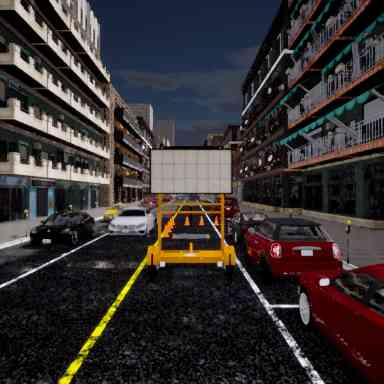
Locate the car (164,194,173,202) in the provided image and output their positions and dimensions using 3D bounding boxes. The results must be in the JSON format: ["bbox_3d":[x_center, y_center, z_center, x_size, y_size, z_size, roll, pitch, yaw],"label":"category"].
[{"bbox_3d":[-5.899,1.293,77.282,2.192,1.841,5.009,0,0,0],"label":"car"}]

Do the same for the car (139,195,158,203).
[{"bbox_3d":[-5.807,1.432,43.464,1.967,1.590,4.097,0,0,0],"label":"car"}]

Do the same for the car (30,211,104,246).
[{"bbox_3d":[-5.730,1.565,15.280,1.947,1.339,4.313,0,0,0],"label":"car"}]

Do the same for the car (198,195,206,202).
[{"bbox_3d":[2.480,1.503,77.471,1.752,1.417,4.829,0,0,0],"label":"car"}]

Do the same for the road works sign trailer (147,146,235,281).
[{"bbox_3d":[-0.025,0.464,9.789,2.380,3.560,2.880,0,0,0],"label":"road works sign trailer"}]

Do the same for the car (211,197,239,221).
[{"bbox_3d":[2.621,1.312,26.573,2.192,1.841,5.009,0,0,0],"label":"car"}]

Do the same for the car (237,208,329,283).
[{"bbox_3d":[2.667,1.440,9.664,1.967,1.590,4.097,0,0,0],"label":"car"}]

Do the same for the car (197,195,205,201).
[{"bbox_3d":[2.449,1.517,88.573,1.887,1.381,4.507,0,0,0],"label":"car"}]

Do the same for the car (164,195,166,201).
[{"bbox_3d":[-5.839,1.570,54.736,1.802,1.307,4.206,0,0,0],"label":"car"}]

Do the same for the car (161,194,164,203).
[{"bbox_3d":[-5.822,1.305,49.100,2.192,1.841,5.009,0,0,0],"label":"car"}]

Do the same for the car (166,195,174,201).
[{"bbox_3d":[-5.931,1.517,88.555,1.887,1.381,4.507,0,0,0],"label":"car"}]

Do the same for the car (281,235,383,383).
[{"bbox_3d":[2.682,1.545,4.028,1.887,1.381,4.507,0,0,0],"label":"car"}]

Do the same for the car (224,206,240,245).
[{"bbox_3d":[2.651,1.550,15.300,2.008,1.369,4.403,0,0,0],"label":"car"}]

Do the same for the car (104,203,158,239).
[{"bbox_3d":[-3.047,1.525,17.590,1.812,1.442,4.674,0,0,0],"label":"car"}]

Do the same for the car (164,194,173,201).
[{"bbox_3d":[-5.915,1.415,82.917,1.967,1.590,4.097,0,0,0],"label":"car"}]

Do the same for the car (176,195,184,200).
[{"bbox_3d":[-3.243,1.464,88.946,2.128,1.511,4.902,0,0,0],"label":"car"}]

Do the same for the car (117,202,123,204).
[{"bbox_3d":[-5.760,1.523,26.383,1.752,1.417,4.829,0,0,0],"label":"car"}]
